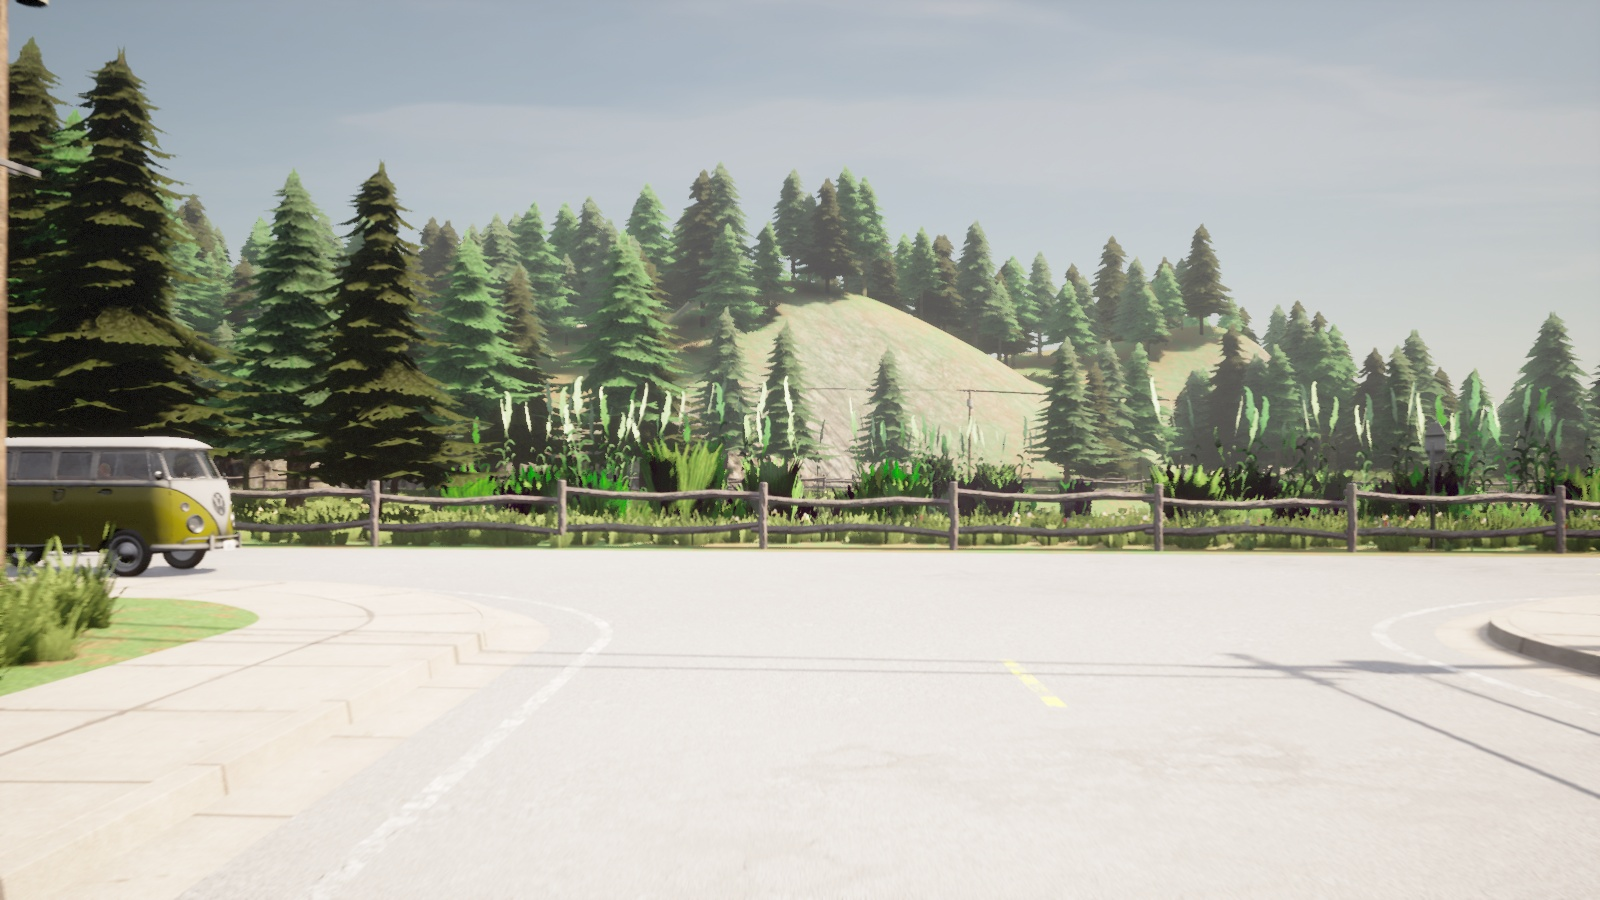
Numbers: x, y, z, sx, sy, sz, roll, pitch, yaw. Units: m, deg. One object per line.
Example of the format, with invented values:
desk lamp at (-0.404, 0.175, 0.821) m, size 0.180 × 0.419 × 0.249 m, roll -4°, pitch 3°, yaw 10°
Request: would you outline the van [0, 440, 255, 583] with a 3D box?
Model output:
van at (-10.638, 0.886, 18.527) m, size 4.442 × 1.987 × 1.775 m, roll 0°, pitch -1°, yaw 3°
